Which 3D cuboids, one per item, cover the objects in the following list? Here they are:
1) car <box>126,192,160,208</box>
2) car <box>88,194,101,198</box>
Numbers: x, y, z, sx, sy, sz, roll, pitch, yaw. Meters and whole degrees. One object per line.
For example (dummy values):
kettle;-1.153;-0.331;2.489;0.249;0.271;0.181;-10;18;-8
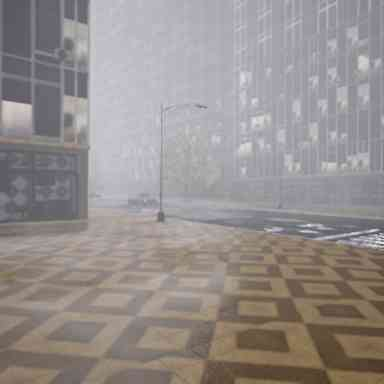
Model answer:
car;-5.495;0.834;37.123;2.097;1.767;4.553;0;1;-38
car;-15.283;0.433;49.778;1.895;1.301;4.718;0;1;-38
